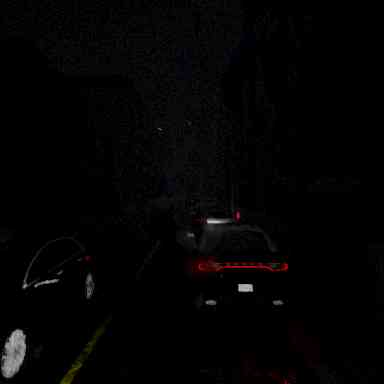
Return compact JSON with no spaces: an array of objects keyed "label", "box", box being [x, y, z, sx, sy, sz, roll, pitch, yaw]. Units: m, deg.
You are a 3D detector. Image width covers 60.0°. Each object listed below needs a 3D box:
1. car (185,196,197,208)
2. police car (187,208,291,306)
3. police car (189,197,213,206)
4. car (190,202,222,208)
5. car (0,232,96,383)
[{"label":"car","box":[0.145,1.361,47.911,2.097,1.767,4.553,0,0,1]},{"label":"police car","box":[0.918,1.427,8.246,1.930,1.638,5.238,0,0,0]},{"label":"police car","box":[0.954,1.430,24.247,1.930,1.638,5.238,0,0,0]},{"label":"car","box":[0.940,1.509,18.137,1.837,1.490,4.892,0,0,0]},{"label":"car","box":[-2.988,1.506,5.394,1.837,1.490,4.892,0,0,0]}]
